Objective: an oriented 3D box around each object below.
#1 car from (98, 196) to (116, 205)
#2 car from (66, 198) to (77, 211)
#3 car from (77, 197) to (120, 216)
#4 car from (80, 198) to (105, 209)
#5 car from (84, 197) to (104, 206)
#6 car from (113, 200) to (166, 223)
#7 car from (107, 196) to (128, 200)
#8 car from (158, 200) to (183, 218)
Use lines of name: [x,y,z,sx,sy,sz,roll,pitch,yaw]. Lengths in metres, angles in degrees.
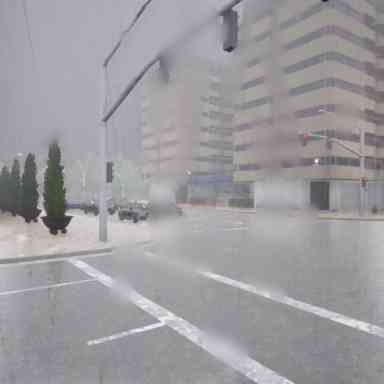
car: [-15.576,1.525,60.799,1.812,1.442,4.674,0,0,-35]
car: [-15.208,1.477,41.617,1.882,1.535,5.008,0,0,-35]
car: [-9.443,1.547,33.356,2.033,1.411,5.357,0,0,-35]
car: [-13.638,1.563,45.479,1.994,1.385,4.181,0,0,-35]
car: [-16.427,1.564,55.910,1.994,1.385,4.181,0,0,-35]
car: [-4.147,1.564,25.781,1.994,1.385,4.181,0,0,-35]
car: [-7.928,1.491,37.302,2.128,1.511,4.902,0,0,-35]
car: [-2.625,1.505,29.714,1.837,1.490,4.892,0,0,-35]
